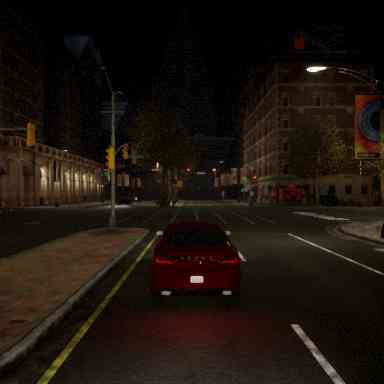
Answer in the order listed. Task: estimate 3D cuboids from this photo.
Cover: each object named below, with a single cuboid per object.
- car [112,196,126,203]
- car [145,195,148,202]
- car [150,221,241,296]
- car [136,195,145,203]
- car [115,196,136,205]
[{"bbox_3d":[-14.987,1.594,68.879,1.895,1.301,4.718,0,0,0],"label":"car"},{"bbox_3d":[-11.774,1.477,79.304,1.882,1.535,5.008,0,0,0],"label":"car"},{"bbox_3d":[0.053,1.478,8.679,1.882,1.535,5.008,0,0,-1],"label":"car"},{"bbox_3d":[-11.737,1.540,68.825,2.033,1.411,5.357,0,0,0],"label":"car"},{"bbox_3d":[-11.760,1.601,58.751,1.895,1.301,4.718,0,0,0],"label":"car"}]
